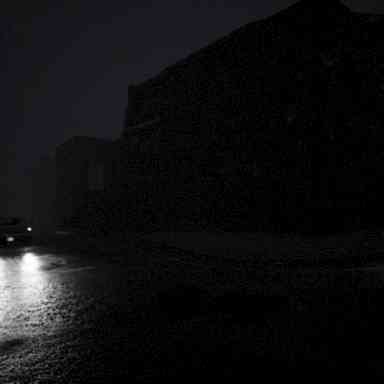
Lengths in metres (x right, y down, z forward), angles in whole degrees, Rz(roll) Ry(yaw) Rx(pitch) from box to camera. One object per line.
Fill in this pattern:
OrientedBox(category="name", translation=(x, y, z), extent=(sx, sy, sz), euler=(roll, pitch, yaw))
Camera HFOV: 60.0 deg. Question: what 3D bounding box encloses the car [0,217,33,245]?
OrientedBox(category="car", translation=(-8.956, 1.835, 15.836), extent=(1.895, 1.301, 4.718), euler=(1, -4, -36))
